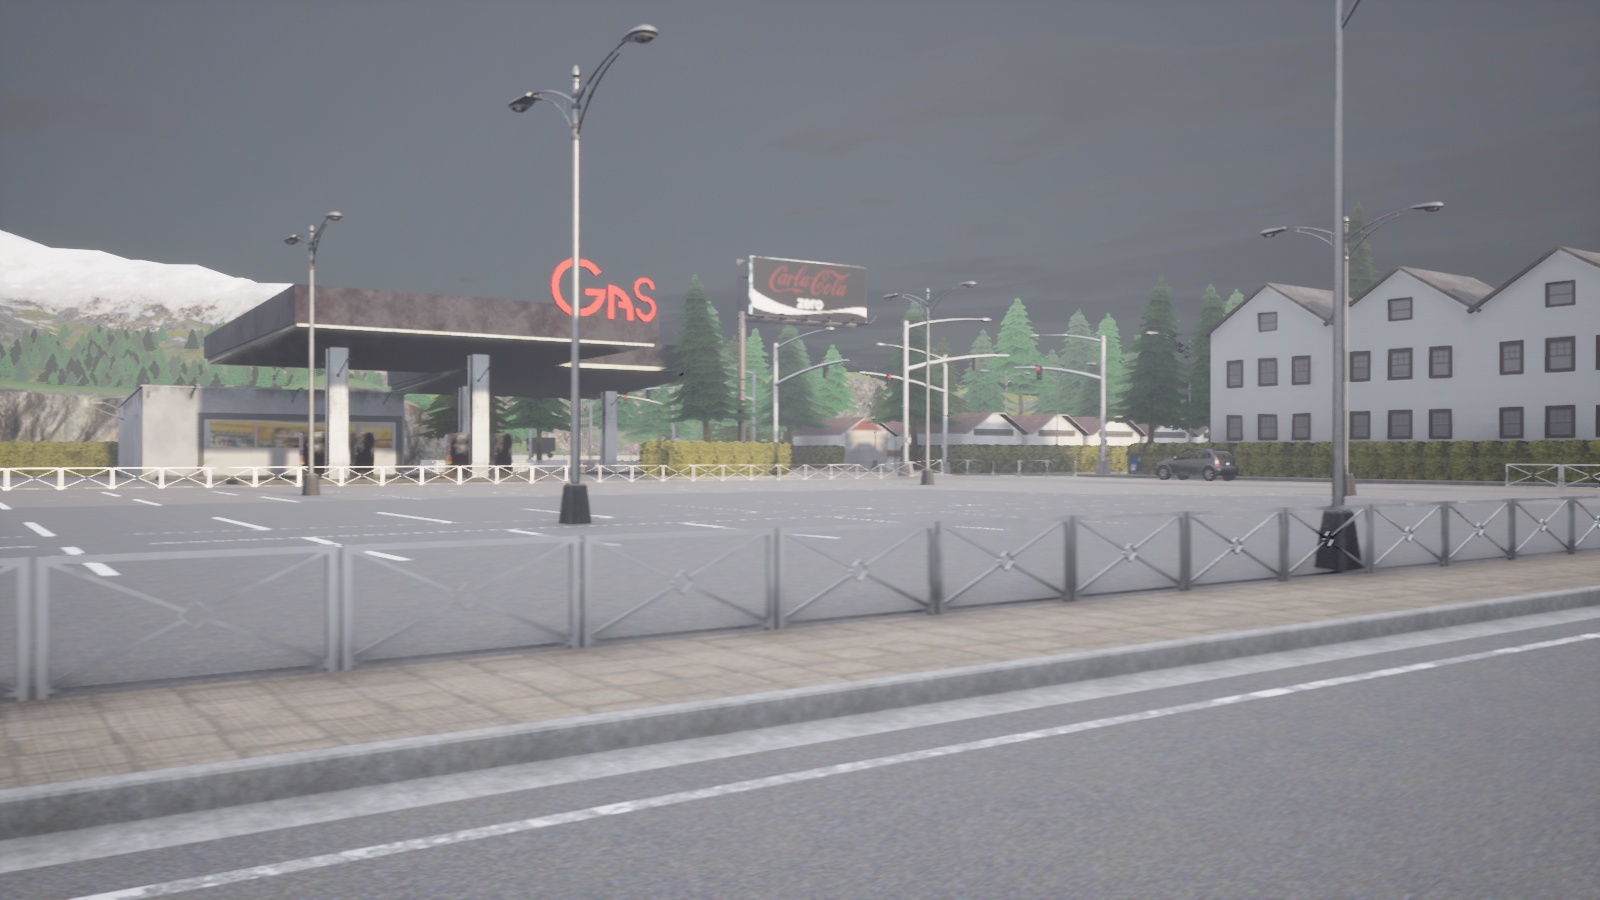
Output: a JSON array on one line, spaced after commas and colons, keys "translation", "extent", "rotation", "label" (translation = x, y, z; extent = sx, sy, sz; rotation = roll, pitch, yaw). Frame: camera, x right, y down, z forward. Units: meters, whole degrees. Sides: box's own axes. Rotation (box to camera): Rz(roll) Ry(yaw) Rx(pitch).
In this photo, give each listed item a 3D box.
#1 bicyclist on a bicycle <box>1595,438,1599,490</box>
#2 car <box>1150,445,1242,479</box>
[{"translation": [28.212, 0.484, 42.741], "extent": [0.659, 1.776, 1.843], "rotation": [0, 0, -35], "label": "bicyclist on a bicycle"}, {"translation": [19.387, 0.577, 61.635], "extent": [1.851, 1.617, 3.988], "rotation": [0, 0, -35], "label": "car"}]
